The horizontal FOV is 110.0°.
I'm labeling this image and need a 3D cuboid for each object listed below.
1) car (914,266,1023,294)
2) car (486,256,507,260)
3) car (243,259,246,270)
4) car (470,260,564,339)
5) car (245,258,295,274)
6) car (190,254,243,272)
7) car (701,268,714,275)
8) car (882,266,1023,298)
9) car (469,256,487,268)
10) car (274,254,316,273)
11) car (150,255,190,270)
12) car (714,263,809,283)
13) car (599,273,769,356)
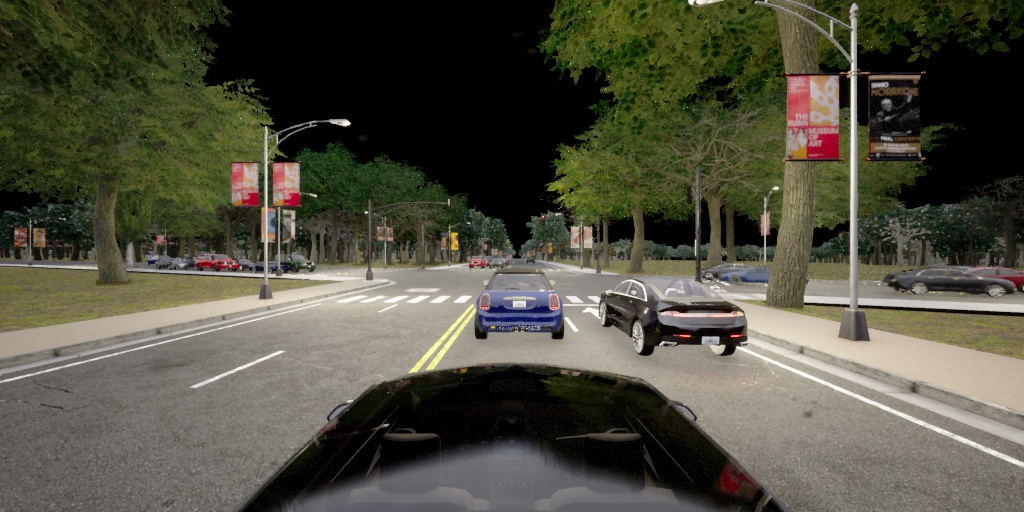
[{"bbox_3d":[28.226,1.402,21.608,5.008,1.535,1.882,0,0,24],"label":"car"},{"bbox_3d":[-2.359,1.109,55.939,2.097,1.767,4.553,0,0,1],"label":"car"},{"bbox_3d":[-34.670,1.076,45.965,4.892,1.490,1.837,0,0,24],"label":"car"},{"bbox_3d":[0.199,1.102,10.192,2.097,1.767,4.553,0,0,1],"label":"car"},{"bbox_3d":[-26.006,1.226,38.514,4.718,1.301,1.895,0,0,27],"label":"car"},{"bbox_3d":[-35.070,0.798,42.575,5.566,2.045,2.150,0,0,24],"label":"car"},{"bbox_3d":[18.000,1.345,29.742,4.902,1.511,2.128,0,0,24],"label":"car"},{"bbox_3d":[23.871,1.412,19.795,4.892,1.490,1.837,0,0,24],"label":"car"},{"bbox_3d":[-5.587,0.979,58.009,2.150,2.045,5.566,0,0,1],"label":"car"},{"bbox_3d":[-25.511,0.841,41.870,5.566,2.045,2.150,0,0,24],"label":"car"},{"bbox_3d":[-44.261,1.022,46.700,4.902,1.511,2.128,0,0,24],"label":"car"},{"bbox_3d":[18.100,1.410,26.117,5.357,1.411,2.033,0,0,24],"label":"car"},{"bbox_3d":[3.434,1.241,8.602,2.128,1.511,4.902,0,0,0],"label":"car"}]
